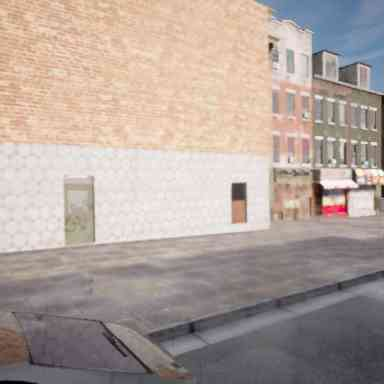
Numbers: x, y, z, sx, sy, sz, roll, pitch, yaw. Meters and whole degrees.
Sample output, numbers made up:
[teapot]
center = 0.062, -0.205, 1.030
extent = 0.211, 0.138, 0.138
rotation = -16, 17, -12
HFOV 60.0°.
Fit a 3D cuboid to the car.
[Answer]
[car]
center = -1.899, 1.538, 1.770
extent = 4.181, 1.385, 1.994
rotation = 0, 1, -34
